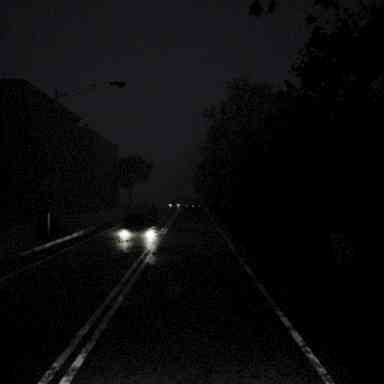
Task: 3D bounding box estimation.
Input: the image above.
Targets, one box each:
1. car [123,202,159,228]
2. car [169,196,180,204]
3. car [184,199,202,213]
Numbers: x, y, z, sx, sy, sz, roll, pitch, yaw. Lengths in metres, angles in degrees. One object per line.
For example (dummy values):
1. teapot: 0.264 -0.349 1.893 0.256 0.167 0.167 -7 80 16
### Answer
1. car: -3.350 1.460 22.479 1.882 1.535 5.008 0 0 0
2. car: -3.266 1.505 63.020 1.837 1.490 4.892 0 0 1
3. car: 0.101 1.516 36.943 2.033 1.411 5.357 0 0 0
